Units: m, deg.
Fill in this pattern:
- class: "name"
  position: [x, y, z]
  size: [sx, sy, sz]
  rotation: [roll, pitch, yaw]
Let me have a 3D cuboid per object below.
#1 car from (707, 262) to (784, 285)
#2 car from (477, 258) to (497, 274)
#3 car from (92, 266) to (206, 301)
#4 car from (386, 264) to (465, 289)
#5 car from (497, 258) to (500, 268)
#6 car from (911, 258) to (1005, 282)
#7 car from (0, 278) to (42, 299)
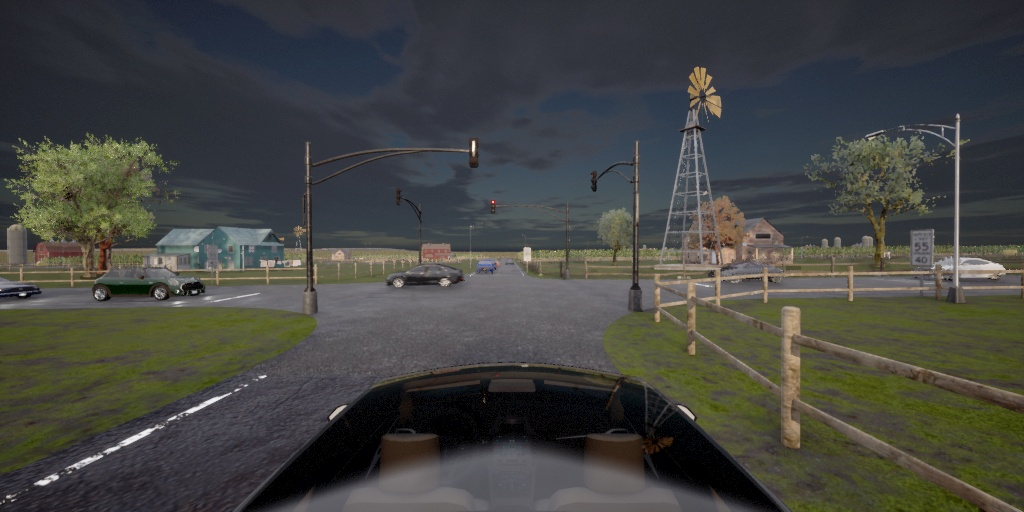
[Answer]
- class: "car"
  position: [14.853, 1.055, 22.897]
  size: [4.181, 1.385, 1.994]
  rotation: [-1, 1, -2]
- class: "car"
  position: [-3.049, 1.222, 41.974]
  size: [1.882, 1.535, 5.008]
  rotation: [0, 0, -1]
- class: "car"
  position: [-19.177, 1.372, 19.100]
  size: [4.553, 1.767, 2.097]
  rotation: [-1, 1, 0]
- class: "car"
  position: [-5.490, 1.269, 22.867]
  size: [4.892, 1.490, 1.837]
  rotation: [-1, 1, 0]
- class: "car"
  position: [-3.120, 1.293, 51.878]
  size: [2.033, 1.411, 5.357]
  rotation: [0, 0, -1]
- class: "car"
  position: [28.566, 0.834, 23.024]
  size: [4.674, 1.442, 1.812]
  rotation: [-1, 1, 0]
- class: "car"
  position: [-28.695, 1.697, 19.056]
  size: [5.357, 1.411, 2.033]
  rotation: [-1, 1, 0]
